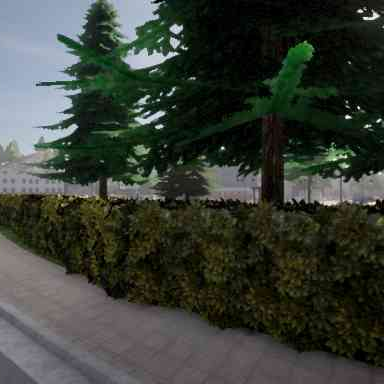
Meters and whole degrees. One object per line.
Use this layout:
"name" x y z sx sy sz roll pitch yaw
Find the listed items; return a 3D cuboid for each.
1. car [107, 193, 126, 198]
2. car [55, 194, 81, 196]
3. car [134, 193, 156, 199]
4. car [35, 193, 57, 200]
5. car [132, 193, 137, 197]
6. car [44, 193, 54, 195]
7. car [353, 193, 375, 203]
"car" -20.394 1.153 90.259 5.027 1.636 2.152 0 0 -36
"car" -23.868 1.320 63.995 3.633 1.501 1.845 0 0 -36
"car" -7.945 1.384 60.661 3.806 1.475 1.970 0 0 -36
"car" -36.346 1.097 82.672 4.605 1.855 1.932 0 0 -36
"car" -10.904 1.097 77.745 4.605 1.855 1.932 0 0 -36
"car" -29.661 1.298 72.138 4.514 1.523 2.007 0 0 -36
"car" 34.211 1.225 66.128 5.566 2.045 2.150 0 0 -36
